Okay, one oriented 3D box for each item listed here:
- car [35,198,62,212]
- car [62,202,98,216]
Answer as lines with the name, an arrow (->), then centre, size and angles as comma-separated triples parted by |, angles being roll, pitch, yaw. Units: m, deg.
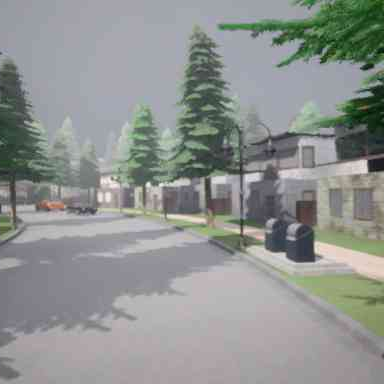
car -> -18.540, 1.605, 43.263 | 4.553, 1.767, 2.097 | -1, 0, 43
car -> -11.867, 1.783, 35.583 | 1.895, 1.301, 4.718 | 0, 0, -39
